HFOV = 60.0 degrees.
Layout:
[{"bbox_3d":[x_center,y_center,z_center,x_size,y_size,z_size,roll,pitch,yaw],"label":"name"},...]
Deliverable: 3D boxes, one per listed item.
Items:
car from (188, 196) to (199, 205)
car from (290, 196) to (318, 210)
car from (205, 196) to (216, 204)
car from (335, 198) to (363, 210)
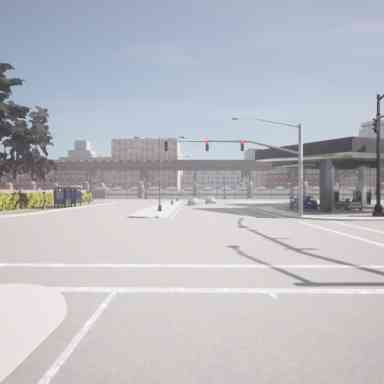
[{"bbox_3d":[0.198,1.526,60.151,1.812,1.442,4.674,0,0,0],"label":"car"},{"bbox_3d":[13.265,1.295,39.698,2.242,1.667,4.611,0,0,0],"label":"car"},{"bbox_3d":[3.588,1.525,64.386,1.812,1.442,4.674,0,0,0],"label":"car"},{"bbox_3d":[19.011,1.456,40.452,1.970,1.475,3.806,0,0,0],"label":"car"}]
